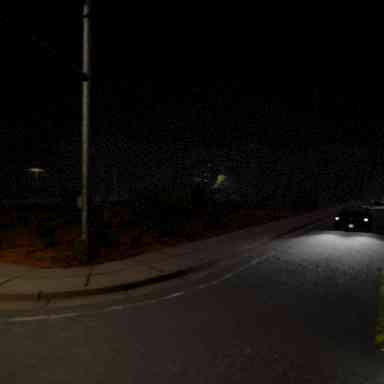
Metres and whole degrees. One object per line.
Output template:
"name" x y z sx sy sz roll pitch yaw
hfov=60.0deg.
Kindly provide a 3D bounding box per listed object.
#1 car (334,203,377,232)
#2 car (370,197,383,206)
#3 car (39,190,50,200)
"car" 9.870 1.570 20.155 1.895 1.301 4.718 1 0 31
"car" 29.929 1.485 53.677 1.882 1.535 5.008 1 0 31
"car" -31.969 0.654 72.320 1.905 1.878 3.866 6 0 -15
